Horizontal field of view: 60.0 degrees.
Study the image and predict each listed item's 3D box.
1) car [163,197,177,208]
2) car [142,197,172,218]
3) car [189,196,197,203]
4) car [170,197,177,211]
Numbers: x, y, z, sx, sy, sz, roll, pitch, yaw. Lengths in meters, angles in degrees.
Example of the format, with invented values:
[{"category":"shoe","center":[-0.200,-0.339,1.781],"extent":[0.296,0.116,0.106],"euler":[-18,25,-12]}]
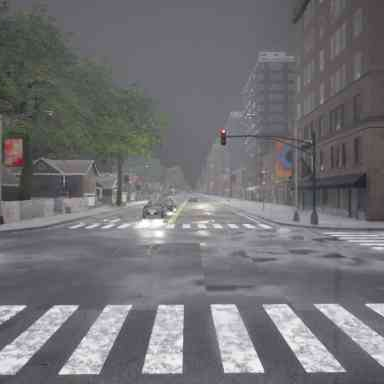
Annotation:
[{"category":"car","center":[-3.256,1.554,49.785],"extent":[1.812,1.442,4.674],"euler":[0,0,0]},{"category":"car","center":[-3.297,1.504,30.093],"extent":[2.128,1.511,4.902],"euler":[0,0,0]},{"category":"car","center":[0.209,1.546,70.222],"extent":[2.128,1.511,4.902],"euler":[0,0,0]},{"category":"car","center":[-3.278,1.372,39.828],"extent":[2.097,1.767,4.553],"euler":[0,0,0]}]
